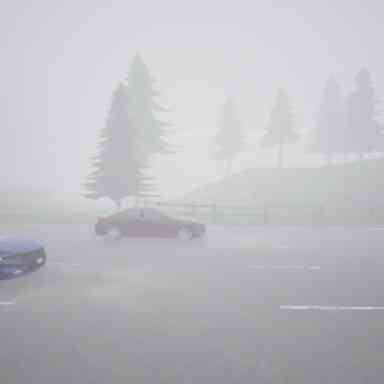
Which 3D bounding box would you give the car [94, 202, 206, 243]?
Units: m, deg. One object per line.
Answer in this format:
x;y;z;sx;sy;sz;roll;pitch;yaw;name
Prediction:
-1.880;1.409;15.161;5.008;1.535;1.882;1;0;1;car

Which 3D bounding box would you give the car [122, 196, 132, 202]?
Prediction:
-10.553;1.084;51.491;2.097;1.767;4.553;0;0;-5;car

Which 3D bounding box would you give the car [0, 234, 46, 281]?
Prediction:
-6.235;1.383;8.200;5.008;1.535;1.882;1;0;1;car
